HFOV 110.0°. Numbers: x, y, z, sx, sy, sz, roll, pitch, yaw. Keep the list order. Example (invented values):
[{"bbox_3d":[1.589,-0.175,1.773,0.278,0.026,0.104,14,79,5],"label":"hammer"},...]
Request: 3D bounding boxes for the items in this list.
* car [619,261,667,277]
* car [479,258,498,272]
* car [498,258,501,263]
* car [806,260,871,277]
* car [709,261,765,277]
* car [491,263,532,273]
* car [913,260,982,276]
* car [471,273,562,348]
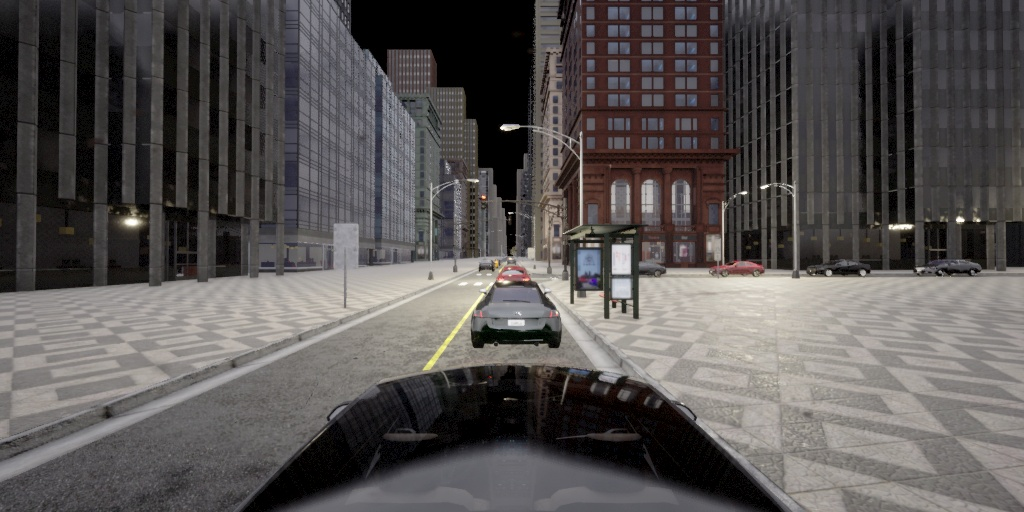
[{"bbox_3d":[11.841,1.224,33.203,4.674,1.442,1.812,0,-1,-2],"label":"car"},{"bbox_3d":[-3.138,1.170,45.573,1.882,1.535,5.008,0,0,0],"label":"car"},{"bbox_3d":[-3.140,1.143,55.953,1.882,1.535,5.008,0,0,0],"label":"car"},{"bbox_3d":[30.135,1.112,33.198,5.008,1.535,1.882,0,-1,0],"label":"car"},{"bbox_3d":[20.778,1.194,33.207,4.674,1.442,1.812,0,-1,0],"label":"car"},{"bbox_3d":[0.101,1.269,19.064,1.812,1.442,4.674,0,0,1],"label":"car"},{"bbox_3d":[40.172,1.086,33.169,4.902,1.511,2.128,0,-1,1],"label":"car"},{"bbox_3d":[0.092,1.314,9.229,1.994,1.385,4.181,0,0,0],"label":"car"}]
